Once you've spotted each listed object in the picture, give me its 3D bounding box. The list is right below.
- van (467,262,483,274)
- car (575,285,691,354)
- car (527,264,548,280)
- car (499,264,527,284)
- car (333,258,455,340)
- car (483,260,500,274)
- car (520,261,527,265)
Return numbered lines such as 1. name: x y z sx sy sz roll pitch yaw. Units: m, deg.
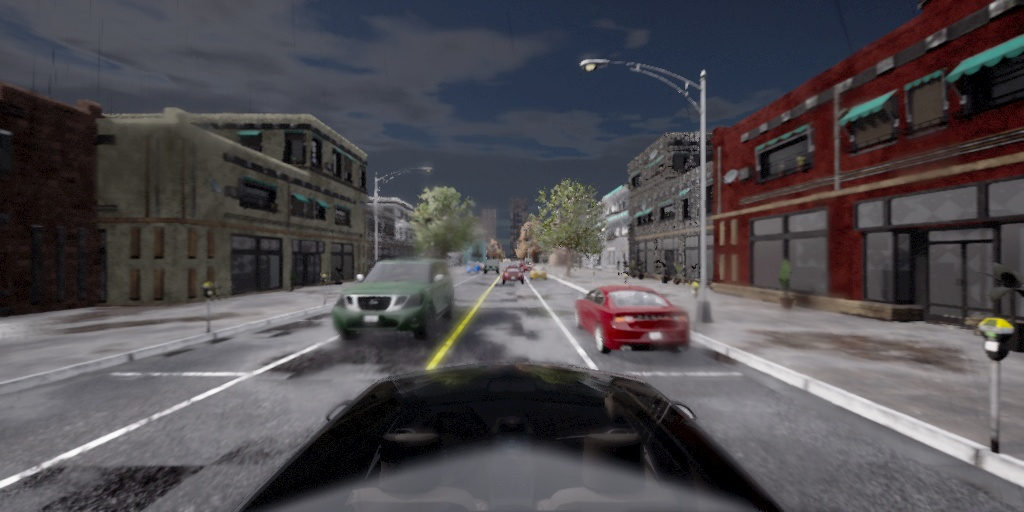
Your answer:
1. van: -5.692 1.706 53.268 1.690 1.789 3.998 0 0 0
2. car: 2.693 1.382 8.920 1.888 1.381 4.507 0 0 0
3. car: 2.691 1.693 36.808 1.751 1.417 4.829 0 0 0
4. car: 0.090 1.628 31.153 1.812 1.442 4.674 0 -1 0
5. car: -3.097 1.080 10.727 2.150 2.045 5.566 0 -1 0
6. car: -3.008 1.585 53.601 2.150 2.045 5.566 0 -1 0
7. car: 2.689 1.977 58.813 1.888 1.381 4.507 0 0 0
